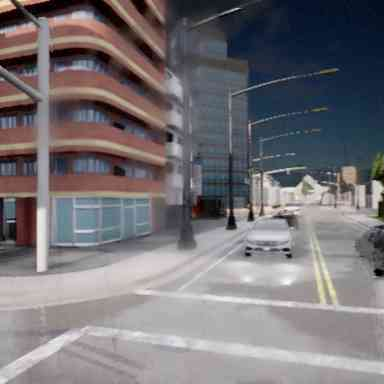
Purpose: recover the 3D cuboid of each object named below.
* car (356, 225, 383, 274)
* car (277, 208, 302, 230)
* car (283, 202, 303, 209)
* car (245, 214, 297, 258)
[{"bbox_3d":[6.769,1.793,11.077,2.033,1.411,5.357,-1,-2,19],"label":"car"},{"bbox_3d":[7.424,2.221,26.315,1.994,1.385,4.181,-1,-2,18],"label":"car"},{"bbox_3d":[13.076,2.263,42.939,2.150,2.045,5.566,-1,-2,18],"label":"car"},{"bbox_3d":[3.535,1.903,14.701,1.812,1.442,4.674,-1,-2,18],"label":"car"}]
